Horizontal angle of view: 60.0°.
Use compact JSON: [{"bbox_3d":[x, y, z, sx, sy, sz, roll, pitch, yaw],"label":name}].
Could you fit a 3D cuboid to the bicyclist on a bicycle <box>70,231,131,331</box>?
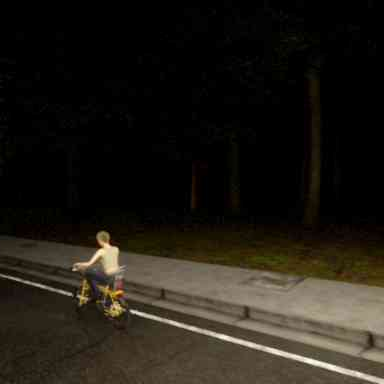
[{"bbox_3d":[-1.602,1.481,5.775,1.509,1.612,0.866,-1,0,36],"label":"bicyclist on a bicycle"}]
